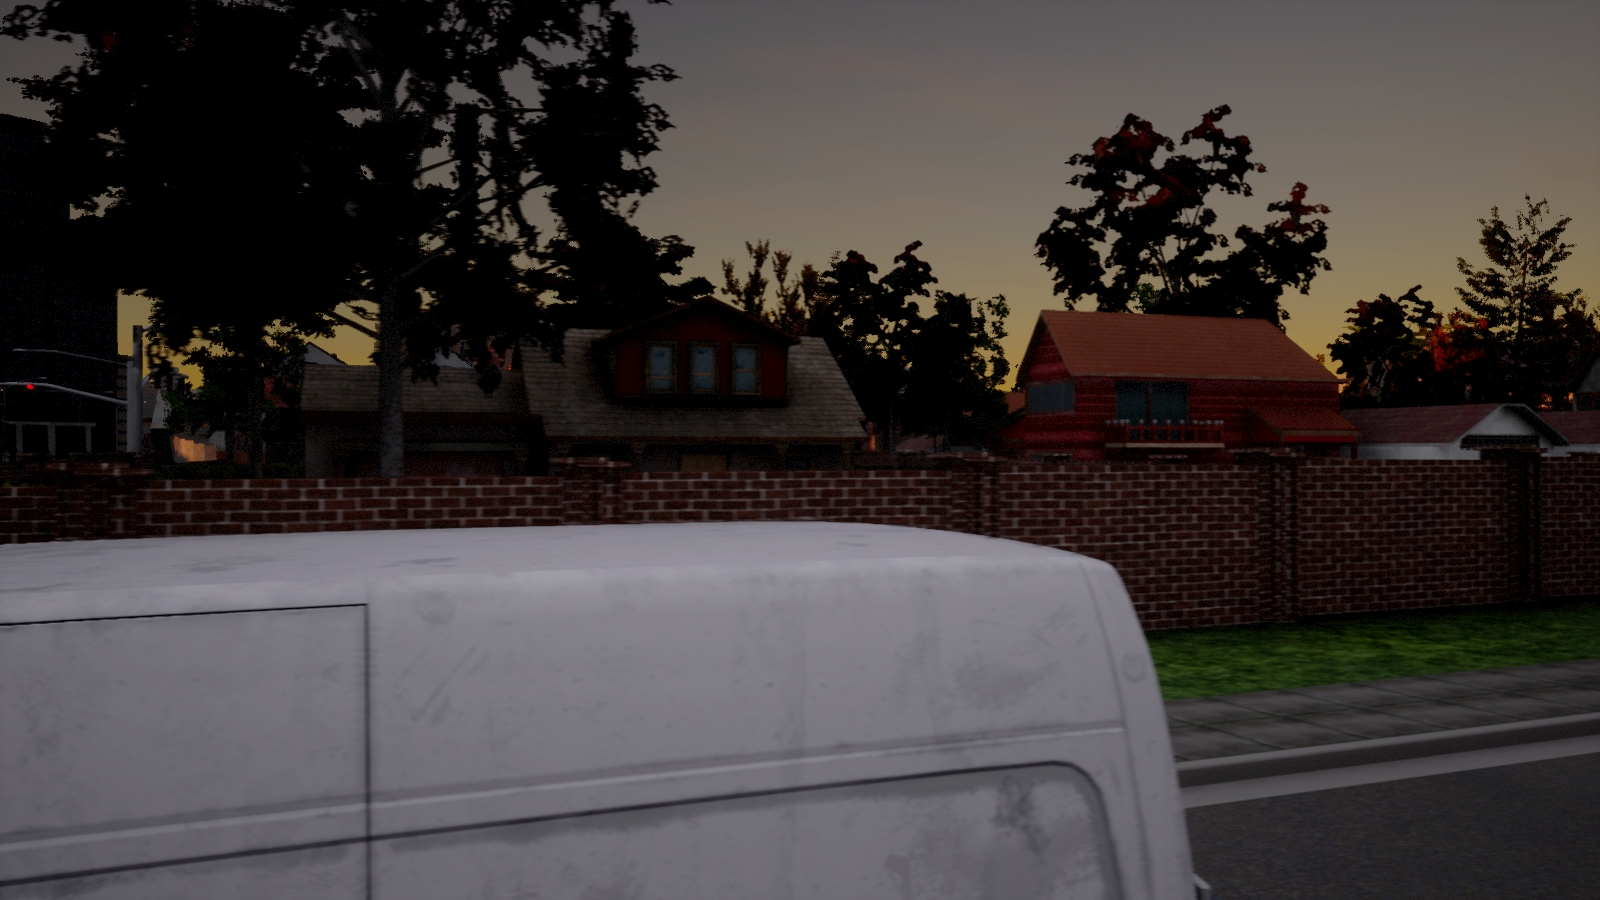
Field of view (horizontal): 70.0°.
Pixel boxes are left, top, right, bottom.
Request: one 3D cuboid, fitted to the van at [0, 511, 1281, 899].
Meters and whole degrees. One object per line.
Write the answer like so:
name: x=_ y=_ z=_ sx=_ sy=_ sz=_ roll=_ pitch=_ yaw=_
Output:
van: x=-2.007 y=1.533 z=2.562 sx=5.915 sy=2.561 sz=1.988 roll=0 pitch=0 yaw=-20
